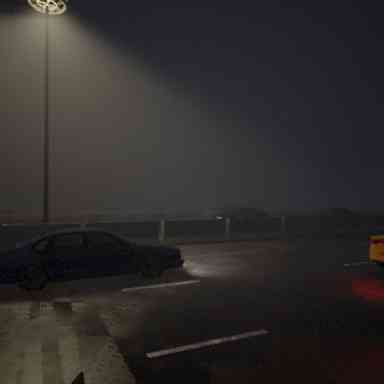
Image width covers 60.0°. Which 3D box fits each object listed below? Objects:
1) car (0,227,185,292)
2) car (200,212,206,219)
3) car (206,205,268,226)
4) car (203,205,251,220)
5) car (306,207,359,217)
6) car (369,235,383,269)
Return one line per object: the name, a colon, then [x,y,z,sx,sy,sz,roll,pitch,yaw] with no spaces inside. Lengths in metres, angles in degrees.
car: [-2.951,1.713,9.285,5.357,1.411,2.033,0,-1,-25]
car: [3.012,2.036,30.897,4.674,1.442,1.812,0,-1,-20]
car: [3.955,1.957,27.521,4.892,1.490,1.837,0,-1,-20]
car: [3.681,2.101,34.876,4.674,1.442,1.812,0,-1,-19]
car: [11.161,1.941,26.358,4.674,1.442,1.812,0,-1,-18]
car: [7.715,1.630,10.029,5.008,1.535,1.882,0,-1,-22]
